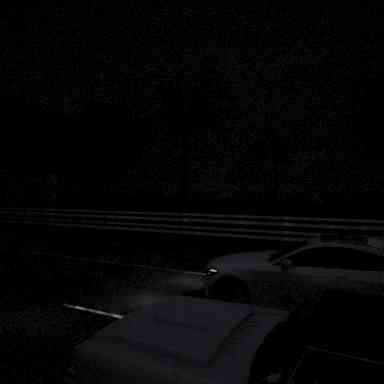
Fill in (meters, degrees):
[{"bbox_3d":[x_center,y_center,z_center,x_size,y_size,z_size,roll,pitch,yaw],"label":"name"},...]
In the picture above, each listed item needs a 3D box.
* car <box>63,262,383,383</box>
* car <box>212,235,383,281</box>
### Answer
[{"bbox_3d":[1.212,1.601,2.785,4.718,1.301,1.895,0,0,28],"label":"car"},{"bbox_3d":[2.487,1.526,6.069,4.674,1.442,1.812,0,0,28],"label":"car"}]
